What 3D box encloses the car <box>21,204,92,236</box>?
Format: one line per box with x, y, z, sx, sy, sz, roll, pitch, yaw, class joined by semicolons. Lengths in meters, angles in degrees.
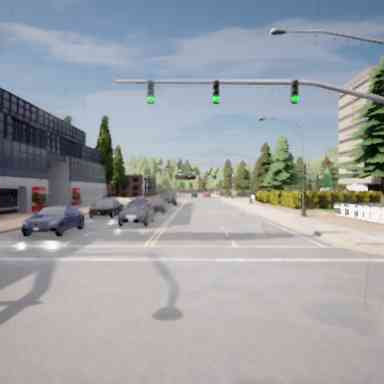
-7.111;1.411;17.612;1.812;1.442;4.674;0;0;2;car

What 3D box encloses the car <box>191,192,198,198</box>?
0.675;0.773;91.269;2.128;1.511;4.902;0;0;1;car

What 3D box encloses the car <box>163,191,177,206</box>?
-3.271;0.917;47.414;2.150;2.045;5.566;0;0;1;car

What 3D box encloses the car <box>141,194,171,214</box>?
-3.450;1.268;32.276;1.882;1.535;5.008;0;0;0;car

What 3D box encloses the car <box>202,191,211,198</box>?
4.175;0.604;91.206;2.097;1.767;4.553;0;0;1;car

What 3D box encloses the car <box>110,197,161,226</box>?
-3.547;1.349;21.889;2.128;1.511;4.902;0;0;0;car

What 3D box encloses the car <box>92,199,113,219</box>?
-6.998;1.299;27.560;1.882;1.535;5.008;0;0;1;car
